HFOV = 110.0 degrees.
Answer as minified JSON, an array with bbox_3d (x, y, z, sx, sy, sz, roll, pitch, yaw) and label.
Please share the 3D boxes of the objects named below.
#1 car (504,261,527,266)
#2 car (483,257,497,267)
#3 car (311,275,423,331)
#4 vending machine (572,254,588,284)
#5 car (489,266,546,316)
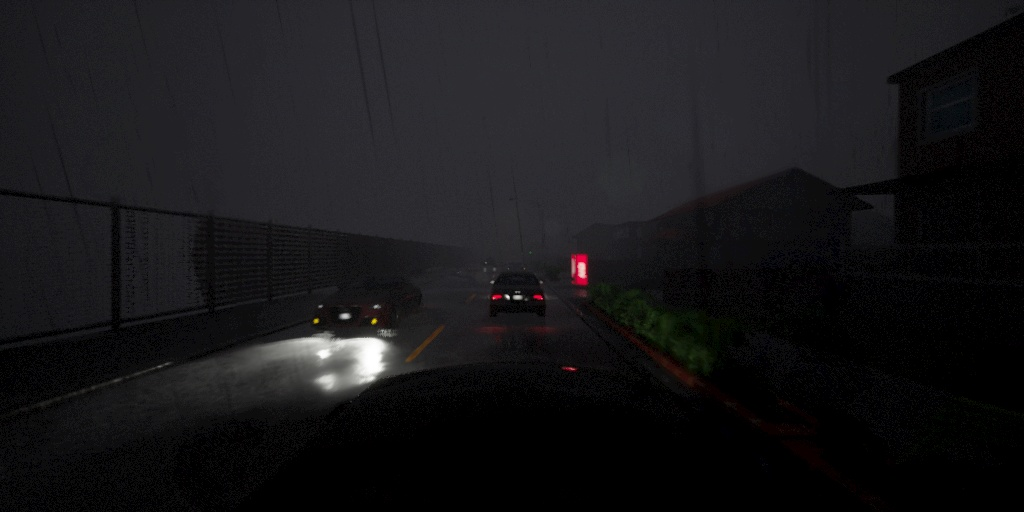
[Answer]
[{"bbox_3d":[0.319,1.144,31.271,1.812,1.442,4.674,0,0,0],"label":"car"},{"bbox_3d":[-3.547,0.993,59.012,1.837,1.490,4.892,0,0,1],"label":"car"},{"bbox_3d":[-4.037,1.262,10.682,1.994,1.385,4.181,0,0,0],"label":"car"},{"bbox_3d":[4.467,0.861,23.603,1.100,2.100,0.880,0,0,0],"label":"vending machine"},{"bbox_3d":[0.173,1.248,12.981,2.033,1.411,5.357,0,0,0],"label":"car"}]
